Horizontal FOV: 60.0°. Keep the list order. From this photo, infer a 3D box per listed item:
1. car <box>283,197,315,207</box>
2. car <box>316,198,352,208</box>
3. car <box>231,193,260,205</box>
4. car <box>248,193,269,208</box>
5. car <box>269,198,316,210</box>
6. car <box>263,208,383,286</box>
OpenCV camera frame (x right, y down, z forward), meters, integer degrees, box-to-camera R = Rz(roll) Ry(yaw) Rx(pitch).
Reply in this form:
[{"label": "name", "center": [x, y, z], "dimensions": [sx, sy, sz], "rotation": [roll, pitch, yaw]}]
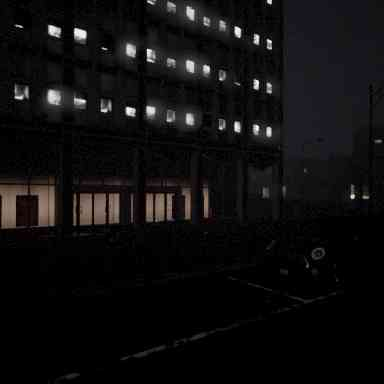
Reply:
[{"label": "car", "center": [15.524, 1.481, 48.519], "dimensions": [1.802, 1.307, 4.206], "rotation": [1, 0, -35]}, {"label": "car", "center": [18.576, 1.447, 44.103], "dimensions": [1.752, 1.417, 4.829], "rotation": [1, 0, -35]}, {"label": "car", "center": [9.232, 1.169, 57.629], "dimensions": [2.192, 1.841, 5.009], "rotation": [1, 0, -35]}, {"label": "car", "center": [8.631, 1.168, 43.757], "dimensions": [2.192, 1.841, 5.009], "rotation": [1, 0, -35]}, {"label": "car", "center": [11.777, 1.427, 39.201], "dimensions": [2.008, 1.369, 4.403], "rotation": [1, 0, -35]}, {"label": "car", "center": [3.888, 1.441, 9.330], "dimensions": [4.097, 1.590, 1.967], "rotation": [0, 0, -36]}]
